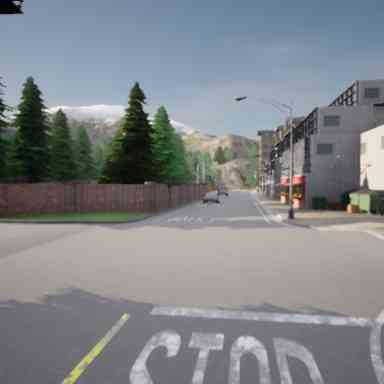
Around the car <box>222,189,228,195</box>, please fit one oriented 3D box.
[{"bbox_3d":[6.112,0.115,64.551,1.812,1.442,4.674,0,1,9],"label":"car"}]

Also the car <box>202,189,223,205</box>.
[{"bbox_3d":[2.410,0.747,40.340,1.812,1.442,4.674,0,1,9],"label":"car"}]
